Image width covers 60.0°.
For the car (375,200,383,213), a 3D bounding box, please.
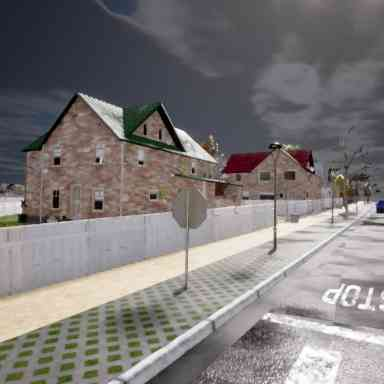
[{"bbox_3d":[23.144,1.686,39.773,1.882,1.535,5.008,0,0,30],"label":"car"}]
